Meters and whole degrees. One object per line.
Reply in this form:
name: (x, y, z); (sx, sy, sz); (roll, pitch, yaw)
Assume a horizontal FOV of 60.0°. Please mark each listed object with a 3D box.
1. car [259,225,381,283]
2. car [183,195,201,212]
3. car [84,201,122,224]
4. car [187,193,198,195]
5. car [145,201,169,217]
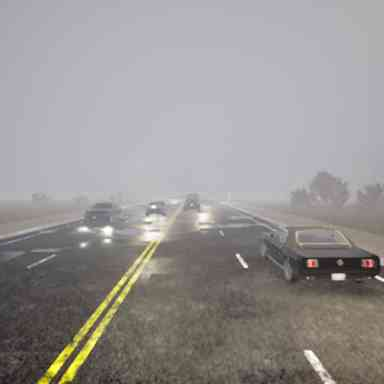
car: (3.248, 1.600, 9.580); (1.895, 1.301, 4.718); (0, 0, 0)
car: (-0.009, 1.491, 39.292); (2.163, 1.488, 4.792); (0, 0, 0)
car: (-6.570, 1.472, 24.948); (1.882, 1.535, 5.008); (0, 0, 0)
car: (0.091, 1.202, 54.827); (2.150, 2.045, 5.566); (0, 0, 0)
car: (-3.260, 1.539, 31.813); (2.033, 1.411, 5.357); (0, 0, 0)
